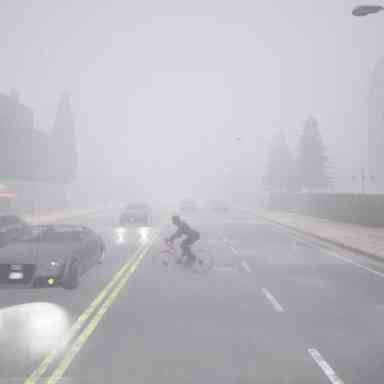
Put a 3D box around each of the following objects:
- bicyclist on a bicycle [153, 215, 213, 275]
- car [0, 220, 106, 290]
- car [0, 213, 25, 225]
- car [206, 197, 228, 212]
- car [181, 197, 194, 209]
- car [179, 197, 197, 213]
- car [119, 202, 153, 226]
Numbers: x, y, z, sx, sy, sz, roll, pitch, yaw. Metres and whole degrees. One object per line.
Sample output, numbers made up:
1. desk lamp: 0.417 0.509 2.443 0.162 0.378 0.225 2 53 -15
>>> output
1. bicyclist on a bicycle: -0.259 1.455 9.067 1.656 1.620 0.582 -2 0 -1
2. car: -3.706 1.564 8.960 1.994 1.385 4.181 0 0 -1
3. car: -7.228 1.504 11.335 1.837 1.490 4.892 0 0 -1
4. car: 3.076 1.547 38.620 2.033 1.411 5.357 0 0 -1
5. car: -0.619 1.505 47.701 1.837 1.490 4.892 0 0 0
6. car: -0.435 1.491 37.663 2.128 1.511 4.902 0 0 -1
7. car: -3.903 1.505 23.756 1.837 1.490 4.892 0 0 0
